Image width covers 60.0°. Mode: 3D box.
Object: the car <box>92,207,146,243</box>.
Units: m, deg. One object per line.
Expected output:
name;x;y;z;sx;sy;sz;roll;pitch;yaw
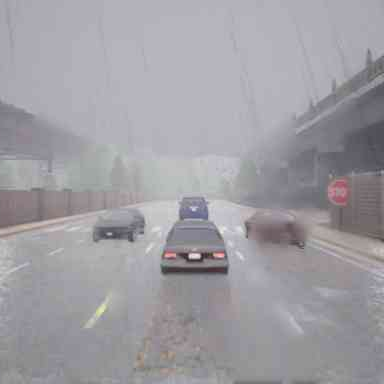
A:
car;-3.527;1.557;16.807;1.882;1.535;5.008;0;-1;0

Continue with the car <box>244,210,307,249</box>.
car;3.590;1.549;15.048;1.882;1.535;5.008;0;0;0

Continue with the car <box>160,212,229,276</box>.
car;0.072;1.597;10.489;2.033;1.411;5.357;0;0;0

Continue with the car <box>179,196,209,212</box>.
car;0.154;1.343;25.871;2.150;2.045;5.566;0;0;1
